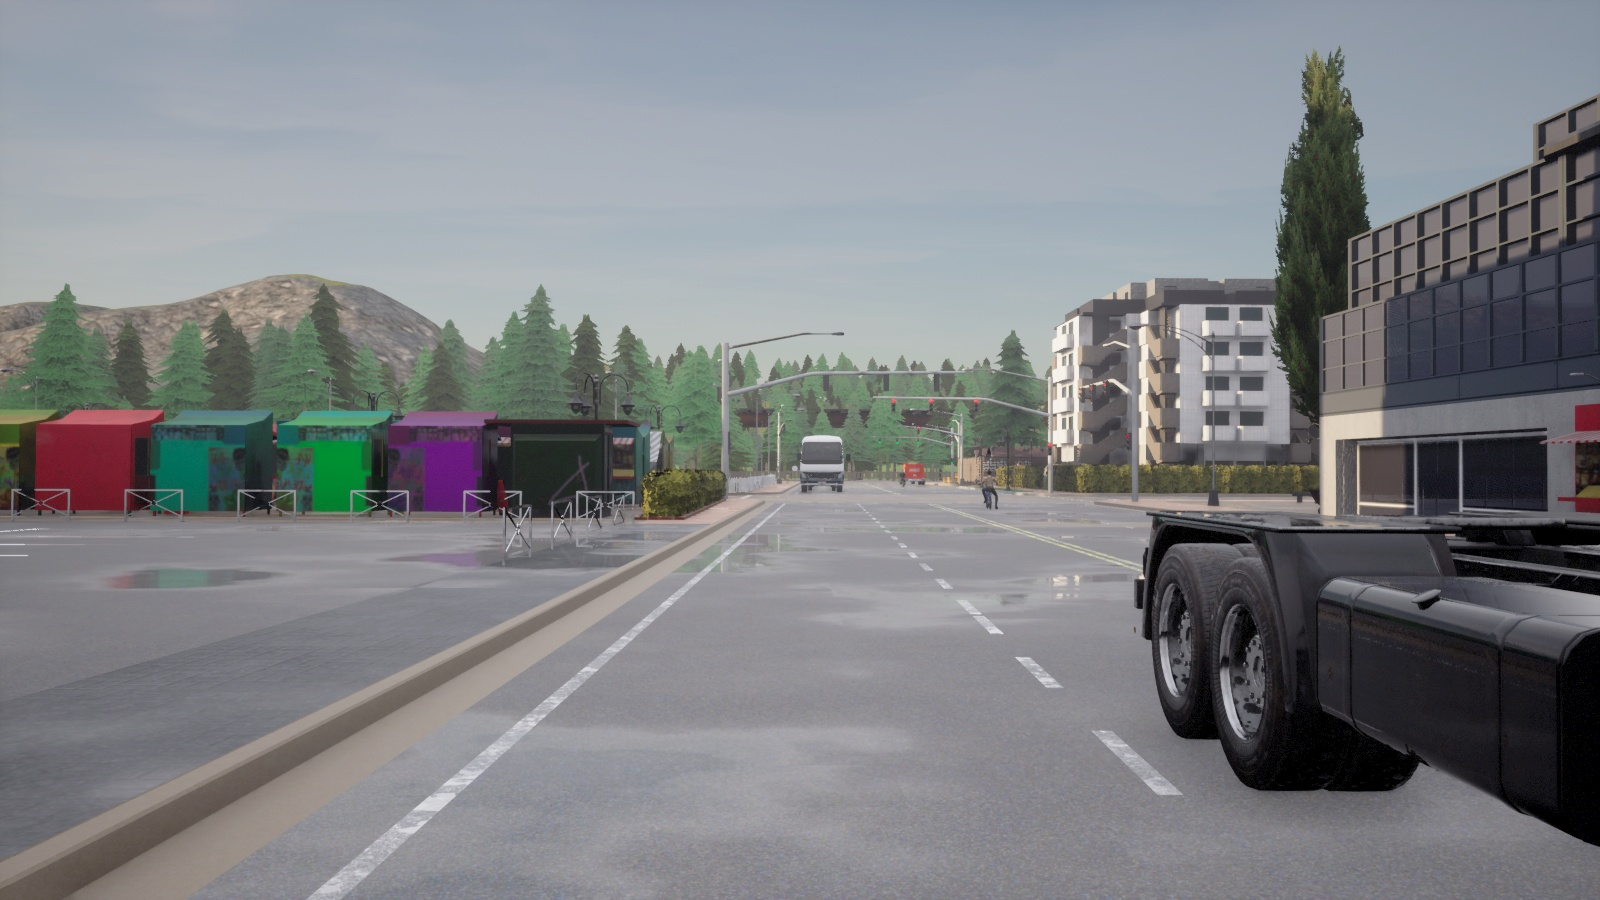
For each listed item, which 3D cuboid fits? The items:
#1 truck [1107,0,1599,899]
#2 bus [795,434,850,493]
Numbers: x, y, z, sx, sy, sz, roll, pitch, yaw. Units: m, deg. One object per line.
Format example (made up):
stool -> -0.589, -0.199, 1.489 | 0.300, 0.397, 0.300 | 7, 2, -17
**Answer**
truck -> 3.537, -0.102, 4.747 | 2.891, 3.462, 7.936 | 0, -1, 1
bus -> 1.699, 1.041, 96.112 | 3.944, 4.253, 10.273 | 0, -1, 1
